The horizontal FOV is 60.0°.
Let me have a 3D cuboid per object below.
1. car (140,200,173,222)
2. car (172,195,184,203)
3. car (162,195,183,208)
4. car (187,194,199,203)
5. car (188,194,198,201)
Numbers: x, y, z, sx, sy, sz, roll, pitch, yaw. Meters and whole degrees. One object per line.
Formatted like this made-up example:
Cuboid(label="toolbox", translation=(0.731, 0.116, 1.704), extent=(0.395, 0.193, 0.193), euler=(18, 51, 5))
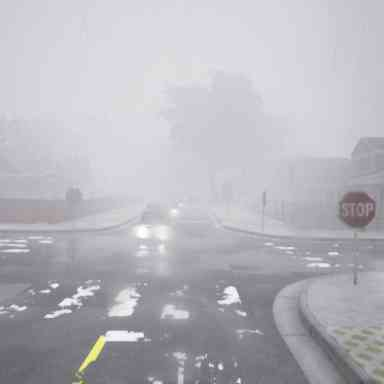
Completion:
Cuboid(label="car", translation=(-2.753, 1.512, 25.410), extent=(1.895, 1.301, 4.718), euler=(0, 0, 0))
Cuboid(label="car", translation=(-2.529, 1.171, 59.400), extent=(1.895, 1.301, 4.718), euler=(0, 1, 1))
Cuboid(label="car", translation=(-2.674, 1.255, 42.162), extent=(2.128, 1.511, 4.902), euler=(0, 0, 0))
Cuboid(label="car", translation=(0.222, 1.084, 56.355), extent=(1.882, 1.535, 5.008), euler=(0, 1, 0))
Cuboid(label="car", translation=(0.263, 1.038, 66.776), extent=(1.994, 1.385, 4.181), euler=(0, 1, 0))
